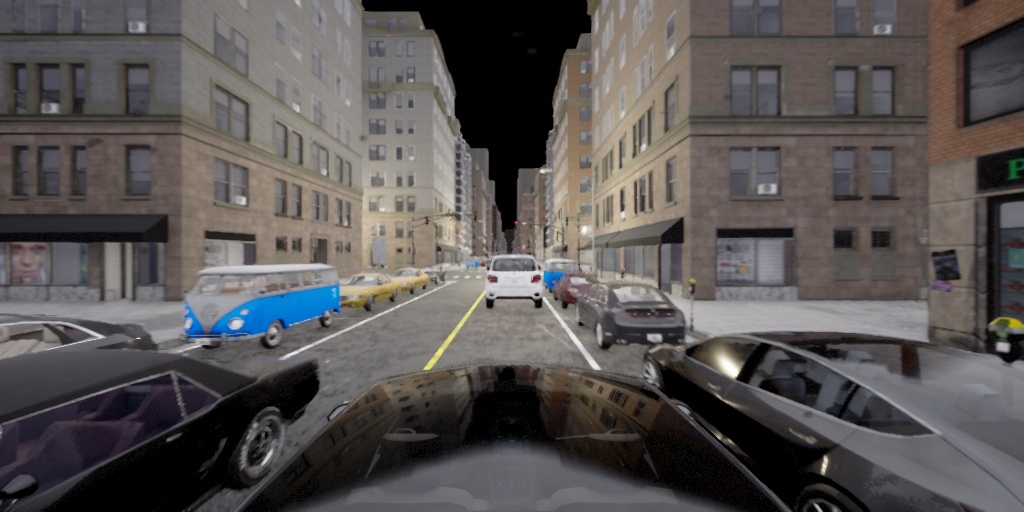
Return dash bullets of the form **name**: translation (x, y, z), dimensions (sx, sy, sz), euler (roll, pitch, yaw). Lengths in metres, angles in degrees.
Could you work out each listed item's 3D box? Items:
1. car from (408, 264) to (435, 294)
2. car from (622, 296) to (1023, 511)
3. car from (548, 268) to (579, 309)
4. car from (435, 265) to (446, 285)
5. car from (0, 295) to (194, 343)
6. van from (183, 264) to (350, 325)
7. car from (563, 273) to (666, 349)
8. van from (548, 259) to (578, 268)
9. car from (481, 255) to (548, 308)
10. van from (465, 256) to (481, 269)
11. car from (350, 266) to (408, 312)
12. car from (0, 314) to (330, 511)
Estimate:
- **car**: translation (-5.857, 1.272, 20.060), dimensions (1.751, 1.417, 4.829), euler (0, 0, 0)
- **car**: translation (2.674, 1.310, 3.239), dimensions (1.948, 1.339, 4.313), euler (0, 0, 0)
- **car**: translation (2.670, 1.319, 14.578), dimensions (1.802, 1.307, 4.207), euler (0, 0, 0)
- **car**: translation (-5.859, 1.289, 25.897), dimensions (2.007, 1.370, 4.403), euler (0, 0, 0)
- **car**: translation (-5.852, 1.311, 3.223), dimensions (2.007, 1.370, 4.403), euler (0, 0, 0)
- **van**: translation (-5.854, 1.099, 8.891), dimensions (1.690, 1.789, 3.998), euler (0, 0, 0)
- **car**: translation (2.672, 1.293, 8.908), dimensions (2.007, 1.370, 4.403), euler (0, 0, 0)
- **van**: translation (2.668, 1.071, 20.249), dimensions (1.690, 1.789, 3.998), euler (0, 0, 0)
- **car**: translation (0.075, 0.963, 15.210), dimensions (2.150, 2.045, 5.566), euler (0, 0, 0)
- **van**: translation (-5.868, 1.039, 53.093), dimensions (1.690, 1.789, 3.998), euler (0, 0, 0)
- **car**: translation (-5.855, 1.279, 14.391), dimensions (1.751, 1.417, 4.829), euler (0, 0, 0)
- **car**: translation (-3.096, 1.357, 1.819), dimensions (1.895, 1.301, 4.718), euler (0, 0, 0)
